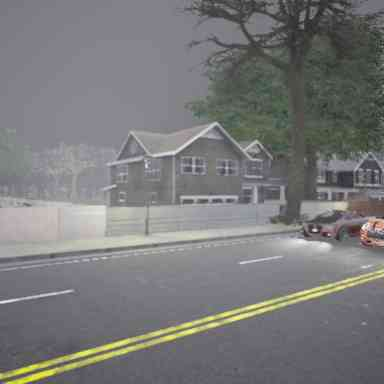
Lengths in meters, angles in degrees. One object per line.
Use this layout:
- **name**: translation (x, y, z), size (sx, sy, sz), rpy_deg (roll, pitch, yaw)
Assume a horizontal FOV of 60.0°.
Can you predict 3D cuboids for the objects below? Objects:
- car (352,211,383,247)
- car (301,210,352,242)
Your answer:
- **car**: translation (9.212, 1.427, 14.249), size (4.553, 1.767, 2.097), rpy_deg (0, 0, -35)
- **car**: translation (7.466, 1.640, 16.994), size (4.181, 1.385, 1.994), rpy_deg (0, 0, -35)
